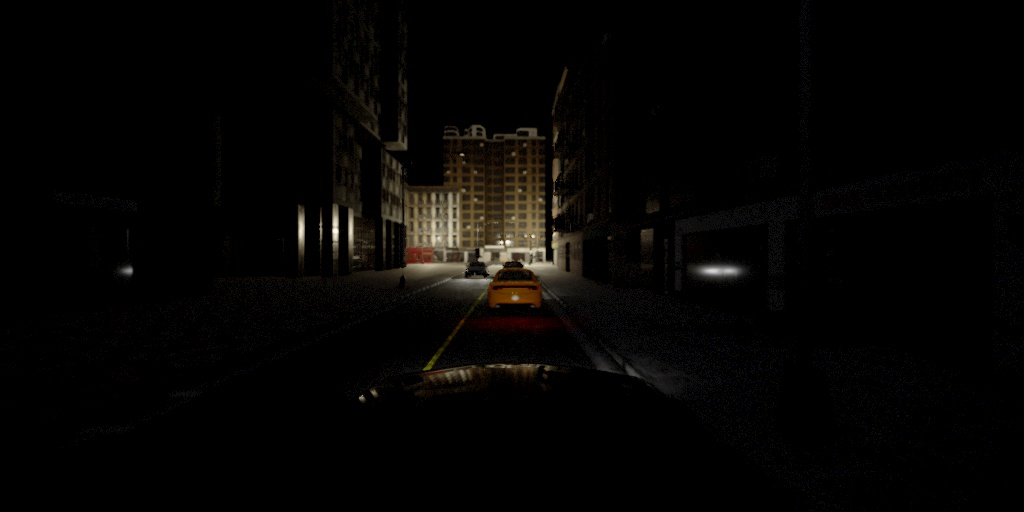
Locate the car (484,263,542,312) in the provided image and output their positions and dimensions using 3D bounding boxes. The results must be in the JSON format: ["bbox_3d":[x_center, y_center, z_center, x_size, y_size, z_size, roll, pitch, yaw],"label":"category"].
[{"bbox_3d":[0.106,1.205,14.120,1.882,1.535,5.008,0,0,0],"label":"car"}]

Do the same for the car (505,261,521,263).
[{"bbox_3d":[0.114,1.153,32.287,1.882,1.535,5.008,0,0,0],"label":"car"}]

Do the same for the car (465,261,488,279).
[{"bbox_3d":[-3.083,1.202,32.031,1.812,1.442,4.674,0,0,0],"label":"car"}]
